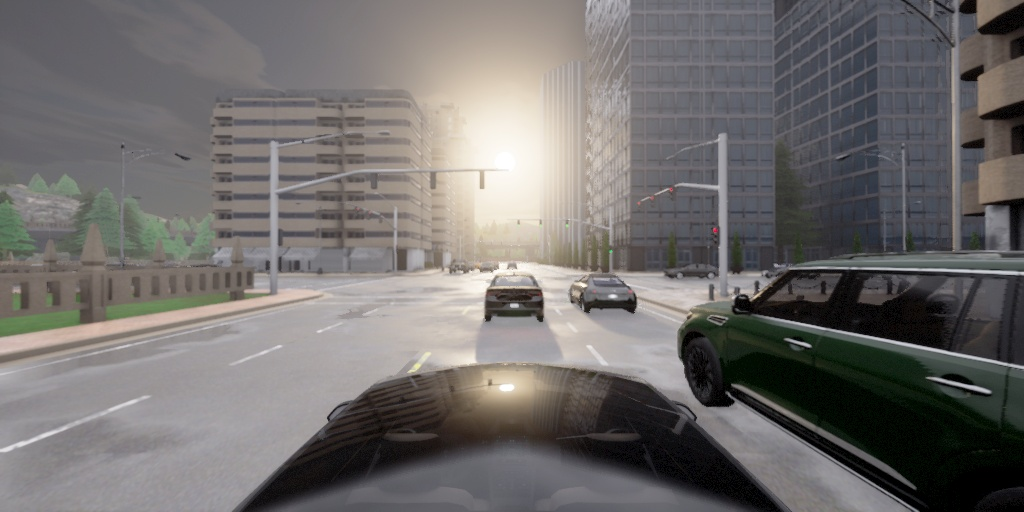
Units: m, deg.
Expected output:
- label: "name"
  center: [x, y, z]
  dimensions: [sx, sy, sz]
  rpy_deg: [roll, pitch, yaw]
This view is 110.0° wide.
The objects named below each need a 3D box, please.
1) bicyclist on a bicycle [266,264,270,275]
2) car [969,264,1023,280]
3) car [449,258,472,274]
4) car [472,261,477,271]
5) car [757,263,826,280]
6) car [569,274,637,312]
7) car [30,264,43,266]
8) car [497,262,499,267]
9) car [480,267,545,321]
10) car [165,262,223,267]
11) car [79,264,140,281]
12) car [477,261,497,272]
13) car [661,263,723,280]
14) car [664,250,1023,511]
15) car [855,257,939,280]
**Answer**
- label: "bicyclist on a bicycle"
  center: [-26.117, 1.286, 39.084]
  dimensions: [0.582, 1.620, 1.656]
  rpy_deg: [0, 0, 7]
- label: "car"
  center: [46.526, 1.468, 33.763]
  dimensions: [4.674, 1.442, 1.812]
  rpy_deg: [0, 0, 1]
- label: "car"
  center: [-7.143, 1.338, 48.875]
  dimensions: [2.150, 2.045, 5.566]
  rpy_deg: [0, -1, 0]
- label: "car"
  center: [-7.138, 1.696, 58.577]
  dimensions: [1.837, 1.490, 4.892]
  rpy_deg: [0, 0, 0]
- label: "car"
  center: [26.308, 1.435, 33.890]
  dimensions: [4.902, 1.511, 2.128]
  rpy_deg: [0, 0, 0]
- label: "car"
  center: [3.579, 1.415, 14.716]
  dimensions: [1.994, 1.385, 4.181]
  rpy_deg: [0, 0, 0]
- label: "car"
  center: [-42.172, 1.457, 32.207]
  dimensions: [4.674, 1.442, 1.812]
  rpy_deg: [0, 0, 29]
- label: "car"
  center: [-3.627, 1.706, 61.585]
  dimensions: [2.128, 1.511, 4.902]
  rpy_deg: [0, 0, 0]
- label: "car"
  center: [0.075, 1.315, 12.942]
  dimensions: [1.882, 1.535, 5.008]
  rpy_deg: [0, 0, 0]
- label: "car"
  center: [-22.935, 1.397, 27.194]
  dimensions: [4.892, 1.490, 1.837]
  rpy_deg: [0, 0, 3]
- label: "car"
  center: [-32.573, 1.503, 28.416]
  dimensions: [4.718, 1.301, 1.895]
  rpy_deg: [0, 0, 15]
- label: "car"
  center: [-3.644, 1.647, 52.245]
  dimensions: [1.837, 1.490, 4.892]
  rpy_deg: [0, 0, 0]
- label: "car"
  center: [16.945, 1.449, 33.938]
  dimensions: [4.892, 1.490, 1.837]
  rpy_deg: [0, 0, 0]
- label: "car"
  center: [3.600, 0.985, 3.105]
  dimensions: [2.150, 2.045, 5.566]
  rpy_deg: [0, 0, 0]
- label: "car"
  center: [36.187, 1.165, 33.843]
  dimensions: [5.566, 2.045, 2.150]
  rpy_deg: [0, 0, 0]
